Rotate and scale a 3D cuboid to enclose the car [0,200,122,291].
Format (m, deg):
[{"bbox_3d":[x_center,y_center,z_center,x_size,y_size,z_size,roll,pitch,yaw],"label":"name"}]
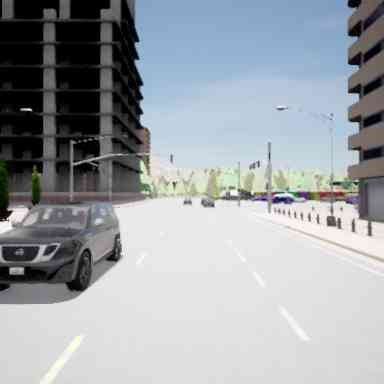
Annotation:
[{"bbox_3d":[-3.523,1.272,9.495,2.150,2.045,5.566,0,-1,0],"label":"car"}]

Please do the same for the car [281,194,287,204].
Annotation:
[{"bbox_3d":[24.289,1.826,80.524,3.905,1.438,1.784,0,0,0],"label":"car"}]

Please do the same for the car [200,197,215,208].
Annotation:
[{"bbox_3d":[2.797,1.842,55.480,2.033,1.411,5.357,0,0,-1],"label":"car"}]

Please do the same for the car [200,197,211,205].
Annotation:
[{"bbox_3d":[2.653,1.811,65.874,1.882,1.535,5.008,0,0,-1],"label":"car"}]

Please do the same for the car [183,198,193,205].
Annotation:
[{"bbox_3d":[-0.847,1.882,65.817,2.033,1.411,5.357,0,0,-1],"label":"car"}]

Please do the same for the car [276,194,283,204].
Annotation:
[{"bbox_3d":[24.225,1.629,83.208,4.605,1.855,1.932,0,0,0],"label":"car"}]

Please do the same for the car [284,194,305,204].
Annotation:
[{"bbox_3d":[24.303,1.843,77.629,3.806,1.475,1.970,0,0,0],"label":"car"}]
